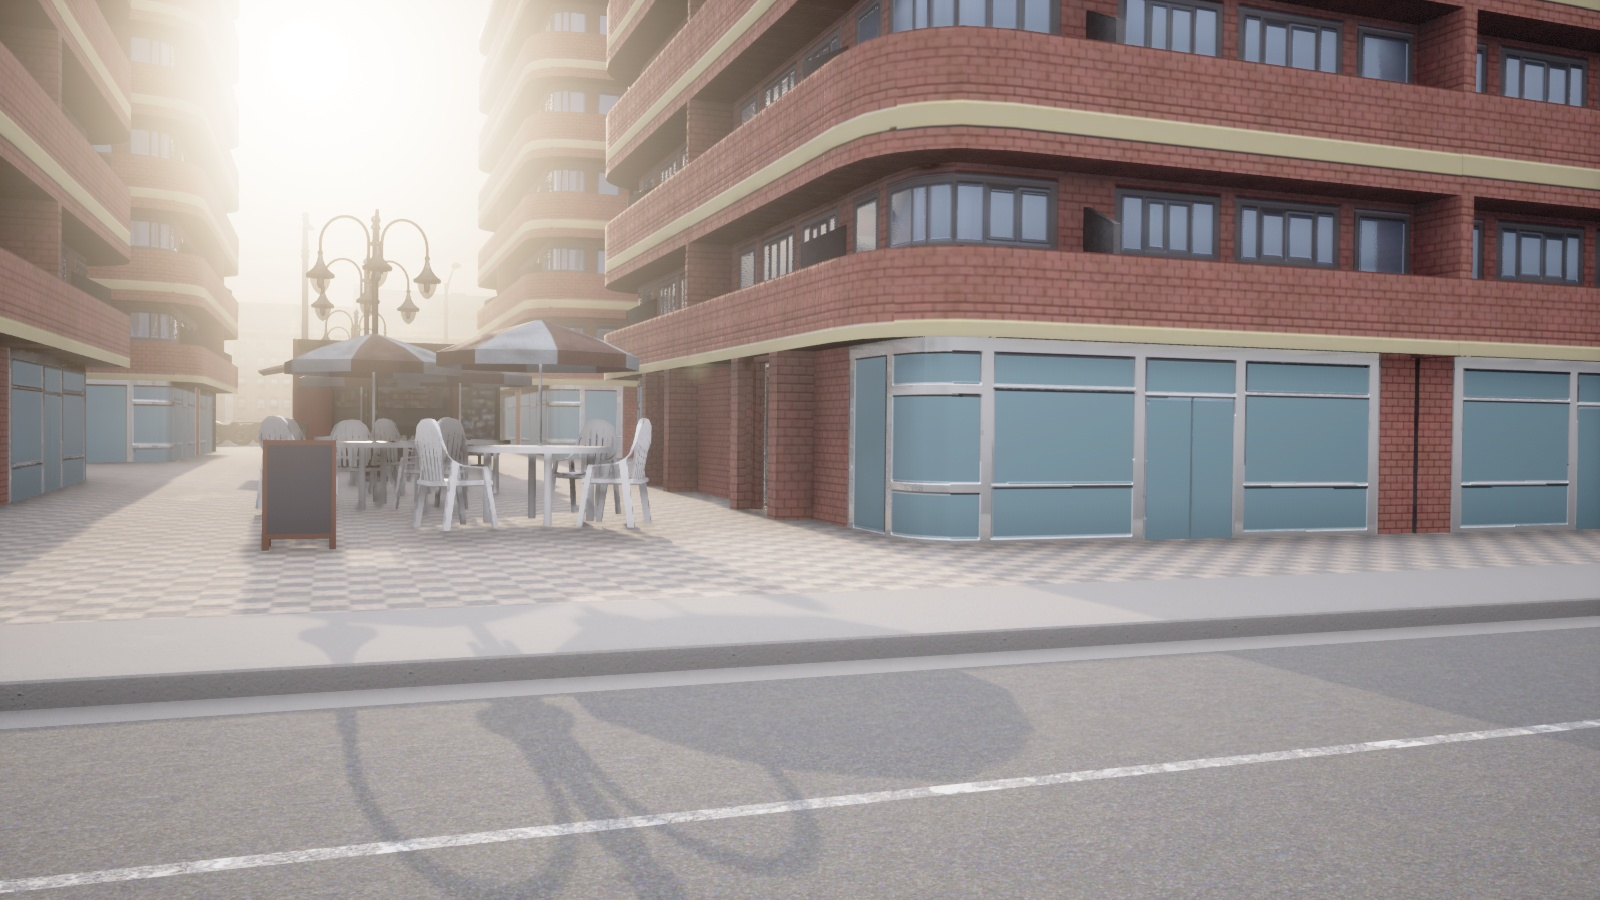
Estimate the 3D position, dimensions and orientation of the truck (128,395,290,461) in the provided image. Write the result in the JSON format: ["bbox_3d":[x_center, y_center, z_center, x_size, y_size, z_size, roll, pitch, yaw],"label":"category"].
[{"bbox_3d":[-33.132,-1.266,70.753,7.936,3.462,2.891,-2,1,-21],"label":"truck"}]
